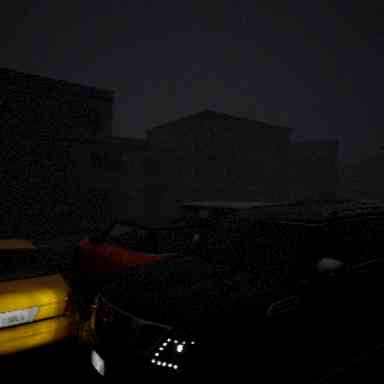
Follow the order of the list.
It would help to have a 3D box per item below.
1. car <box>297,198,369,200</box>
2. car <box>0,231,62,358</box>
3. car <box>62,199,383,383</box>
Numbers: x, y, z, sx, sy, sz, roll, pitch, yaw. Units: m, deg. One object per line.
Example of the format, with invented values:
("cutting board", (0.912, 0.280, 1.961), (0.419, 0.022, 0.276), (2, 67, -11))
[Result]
("car", (6.405, 1.275, 12.925), (2.435, 2.045, 5.566), (1, 0, -36))
("car", (-3.605, 1.477, 6.039), (1.946, 1.575, 5.366), (0, 0, -35))
("car", (1.386, 1.221, 4.667), (5.566, 2.045, 2.150), (0, 0, -35))
